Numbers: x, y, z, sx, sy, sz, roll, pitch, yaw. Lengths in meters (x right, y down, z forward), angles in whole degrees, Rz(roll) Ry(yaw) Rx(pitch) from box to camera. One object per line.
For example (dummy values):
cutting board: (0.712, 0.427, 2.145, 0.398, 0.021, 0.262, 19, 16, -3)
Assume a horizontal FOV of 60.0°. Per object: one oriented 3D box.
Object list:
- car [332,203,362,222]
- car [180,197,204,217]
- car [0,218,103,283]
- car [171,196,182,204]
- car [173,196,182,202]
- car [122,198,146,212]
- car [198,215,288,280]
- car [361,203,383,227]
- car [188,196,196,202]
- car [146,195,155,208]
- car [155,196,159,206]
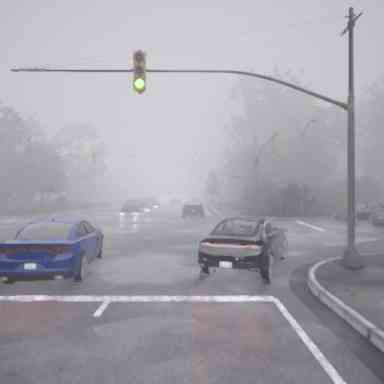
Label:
car: (12.999, 1.547, 24.667, 4.902, 1.511, 2.128, 0, 0, 4)
car: (0.102, 1.549, 31.879, 1.882, 1.535, 5.008, 0, 0, 0)
car: (-3.863, 1.500, 9.843, 1.882, 1.535, 5.008, 0, 0, -6)
car: (-3.497, 1.753, 70.482, 1.895, 1.301, 4.718, 0, 0, 0)
car: (-3.497, 1.704, 80.754, 1.812, 1.442, 4.674, 0, 0, 0)
car: (-7.077, 1.593, 39.660, 1.837, 1.490, 4.892, 0, 0, 0)
car: (1.736, 1.515, 10.154, 2.128, 1.511, 4.902, 0, 0, 23)
car: (13.704, 1.573, 21.106, 4.674, 1.442, 1.812, 0, 0, 3)
car: (0.003, 1.583, 78.761, 1.812, 1.442, 4.674, 0, 0, 0)
car: (-7.027, 1.614, 49.028, 1.837, 1.490, 4.892, 0, 0, 0)
car: (-6.997, 1.484, 58.953, 2.097, 1.767, 4.553, 0, 0, 0)
